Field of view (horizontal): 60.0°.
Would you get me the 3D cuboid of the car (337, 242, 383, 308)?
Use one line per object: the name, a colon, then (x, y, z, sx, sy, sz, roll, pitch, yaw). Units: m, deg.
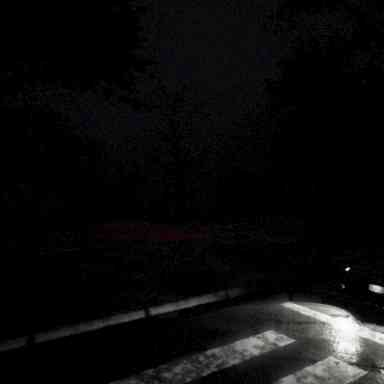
car: (5.070, 1.580, 7.015, 4.181, 1.385, 1.994, 0, 0, -30)
